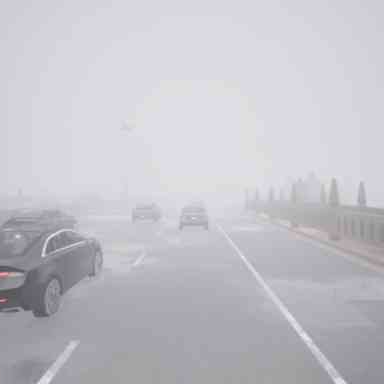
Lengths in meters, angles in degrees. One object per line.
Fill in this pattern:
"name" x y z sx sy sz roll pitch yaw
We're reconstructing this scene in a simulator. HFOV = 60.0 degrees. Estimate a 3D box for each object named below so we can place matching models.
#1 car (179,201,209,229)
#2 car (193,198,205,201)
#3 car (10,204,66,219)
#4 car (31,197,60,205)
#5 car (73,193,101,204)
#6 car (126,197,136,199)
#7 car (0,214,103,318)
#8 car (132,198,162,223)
"car" 0.105 1.548 21.352 2.033 1.411 5.357 0 0 0
"car" 0.886 1.527 42.549 1.812 1.442 4.674 0 0 7
"car" -6.897 1.506 15.588 1.837 1.490 4.892 0 0 0
"car" -20.062 1.494 45.766 2.128 1.511 4.902 0 0 7
"car" -15.824 1.225 50.503 2.150 2.045 5.566 0 0 10
"car" -10.724 1.605 57.465 2.033 1.411 5.357 0 0 15
"car" -3.400 1.492 7.370 2.128 1.511 4.902 0 0 0
"car" -3.394 1.493 25.517 2.128 1.511 4.902 0 0 0
